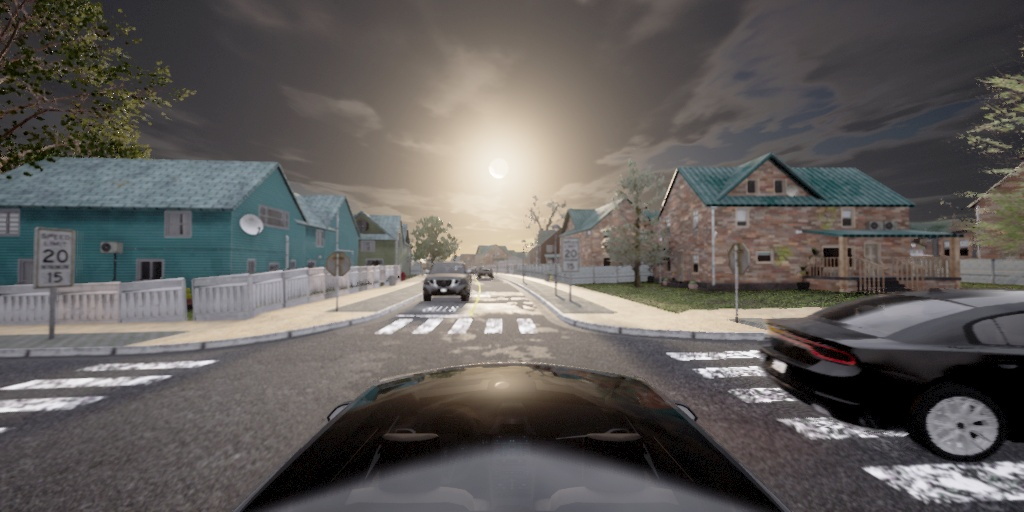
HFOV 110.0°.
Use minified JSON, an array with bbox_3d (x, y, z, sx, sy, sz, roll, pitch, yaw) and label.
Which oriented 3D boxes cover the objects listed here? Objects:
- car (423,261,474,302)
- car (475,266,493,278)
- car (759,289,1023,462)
[{"bbox_3d":[-3.411,1.303,19.683,2.150,2.045,5.566,0,-1,-4],"label":"car"},{"bbox_3d":[-3.588,2.111,46.923,1.837,1.490,4.892,0,-1,-10],"label":"car"},{"bbox_3d":[5.704,1.113,3.968,5.008,1.535,1.882,-2,0,10],"label":"car"}]
